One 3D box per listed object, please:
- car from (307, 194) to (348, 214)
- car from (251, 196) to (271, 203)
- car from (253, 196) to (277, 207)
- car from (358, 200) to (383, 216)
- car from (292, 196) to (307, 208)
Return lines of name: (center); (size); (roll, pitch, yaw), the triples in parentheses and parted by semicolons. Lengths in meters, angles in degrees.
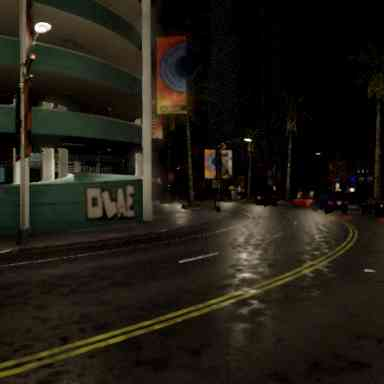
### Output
car: (14.487, 1.233, 35.280); (2.150, 2.045, 5.566); (0, 0, 1)
car: (14.462, 1.582, 70.294); (2.231, 1.521, 4.892); (0, 0, -13)
car: (11.729, 1.550, 52.782); (1.882, 1.535, 5.008); (0, -1, -12)
car: (17.704, 1.476, 31.962); (2.128, 1.511, 4.902); (0, 0, 5)
car: (16.266, 1.390, 48.017); (2.097, 1.767, 4.553); (0, 0, -10)
